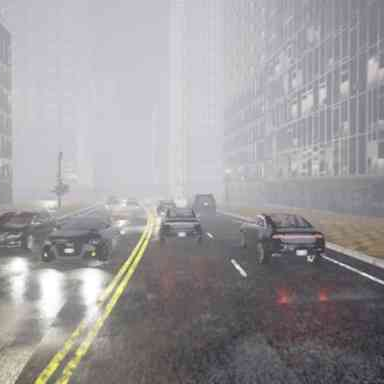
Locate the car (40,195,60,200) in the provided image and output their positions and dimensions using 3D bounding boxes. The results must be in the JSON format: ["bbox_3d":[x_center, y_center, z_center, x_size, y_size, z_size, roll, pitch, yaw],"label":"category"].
[{"bbox_3d":[-34.136,1.444,79.984,4.313,1.339,1.947,0,0,-9],"label":"car"}]

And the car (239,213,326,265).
[{"bbox_3d":[2.931,1.476,11.717,2.128,1.511,4.902,0,0,-3],"label":"car"}]

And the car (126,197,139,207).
[{"bbox_3d":[-9.273,1.512,51.916,2.033,1.411,5.357,0,0,-10],"label":"car"}]

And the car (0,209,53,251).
[{"bbox_3d":[-7.180,1.514,14.153,1.837,1.490,4.892,0,0,-4],"label":"car"}]

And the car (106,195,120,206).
[{"bbox_3d":[-13.318,1.325,56.049,2.097,1.767,4.553,0,0,-10],"label":"car"}]

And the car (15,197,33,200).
[{"bbox_3d":[-39.751,1.435,79.093,4.206,1.307,1.802,0,0,-9],"label":"car"}]

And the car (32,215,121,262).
[{"bbox_3d":[-3.792,1.565,11.963,1.994,1.385,4.181,0,0,-3],"label":"car"}]

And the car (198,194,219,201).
[{"bbox_3d":[4.252,1.354,86.465,5.009,1.841,2.192,0,0,-9],"label":"car"}]

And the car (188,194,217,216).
[{"bbox_3d":[0.872,1.179,32.357,2.150,2.045,5.566,0,0,-8],"label":"car"}]

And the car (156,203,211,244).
[{"bbox_3d":[-0.574,1.480,15.673,2.128,1.511,4.902,0,0,-4],"label":"car"}]

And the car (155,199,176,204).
[{"bbox_3d":[-2.627,1.461,33.662,2.128,1.511,4.902,0,0,-9],"label":"car"}]
